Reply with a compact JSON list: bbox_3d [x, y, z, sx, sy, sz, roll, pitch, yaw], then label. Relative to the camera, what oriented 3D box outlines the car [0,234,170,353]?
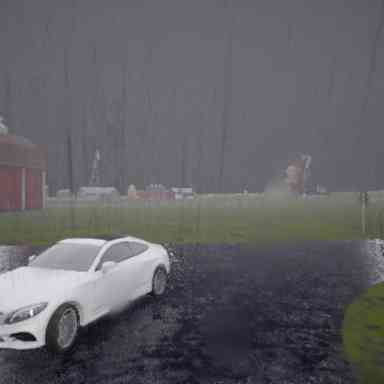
[{"bbox_3d":[-2.040,1.613,6.578,1.812,1.442,4.674,-1,-1,23],"label":"car"}]
